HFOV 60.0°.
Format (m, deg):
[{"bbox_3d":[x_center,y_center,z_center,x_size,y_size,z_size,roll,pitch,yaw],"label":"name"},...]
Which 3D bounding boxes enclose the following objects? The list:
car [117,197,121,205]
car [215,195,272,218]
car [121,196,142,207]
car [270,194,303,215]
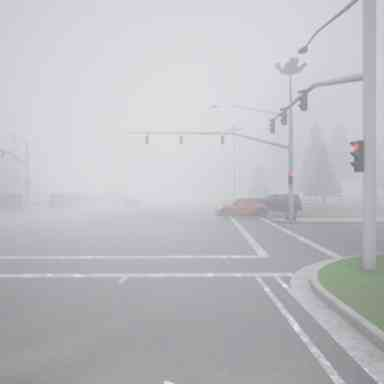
[{"bbox_3d":[-12.376,1.522,60.286,1.812,1.442,4.674,0,0,0],"label":"car"},{"bbox_3d":[4.269,1.350,29.182,4.553,1.767,2.097,0,0,-1],"label":"car"},{"bbox_3d":[-8.880,1.544,50.584,2.033,1.411,5.357,0,0,0],"label":"car"},{"bbox_3d":[8.001,1.219,32.736,5.566,2.045,2.150,0,0,-1],"label":"car"}]
